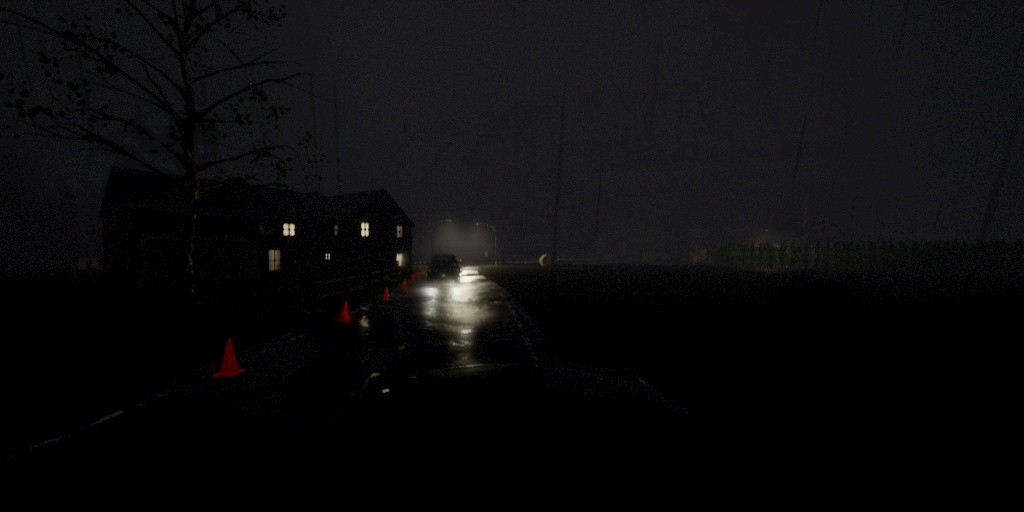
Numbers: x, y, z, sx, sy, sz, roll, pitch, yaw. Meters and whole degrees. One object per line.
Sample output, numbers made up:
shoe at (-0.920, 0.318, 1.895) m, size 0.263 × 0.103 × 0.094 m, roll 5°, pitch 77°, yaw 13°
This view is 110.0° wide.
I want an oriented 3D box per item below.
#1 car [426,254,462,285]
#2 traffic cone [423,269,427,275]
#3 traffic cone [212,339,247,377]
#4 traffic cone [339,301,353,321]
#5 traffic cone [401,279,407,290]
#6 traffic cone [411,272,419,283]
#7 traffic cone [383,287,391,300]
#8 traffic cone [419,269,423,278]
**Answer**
car at (-4.830, 0.879, 25.575) m, size 2.150 × 2.045 × 5.566 m, roll 0°, pitch 0°, yaw -10°
traffic cone at (-8.863, 1.582, 35.441) m, size 0.340 × 0.580 × 0.340 m, roll 0°, pitch 0°, yaw -9°
traffic cone at (-4.750, 1.687, 6.035) m, size 0.340 × 0.580 × 0.340 m, roll 0°, pitch 0°, yaw -3°
traffic cone at (-5.067, 1.668, 10.942) m, size 0.340 × 0.580 × 0.340 m, roll 0°, pitch 0°, yaw -5°
traffic cone at (-6.195, 1.632, 20.709) m, size 0.340 × 0.580 × 0.340 m, roll 0°, pitch 0°, yaw -9°
traffic cone at (-7.004, 1.615, 25.559) m, size 0.340 × 0.580 × 0.340 m, roll 0°, pitch 0°, yaw -10°
traffic cone at (-5.549, 1.650, 15.834) m, size 0.340 × 0.580 × 0.340 m, roll 0°, pitch 0°, yaw -7°
traffic cone at (-7.969, 1.599, 30.436) m, size 0.340 × 0.580 × 0.340 m, roll 0°, pitch 0°, yaw -11°
